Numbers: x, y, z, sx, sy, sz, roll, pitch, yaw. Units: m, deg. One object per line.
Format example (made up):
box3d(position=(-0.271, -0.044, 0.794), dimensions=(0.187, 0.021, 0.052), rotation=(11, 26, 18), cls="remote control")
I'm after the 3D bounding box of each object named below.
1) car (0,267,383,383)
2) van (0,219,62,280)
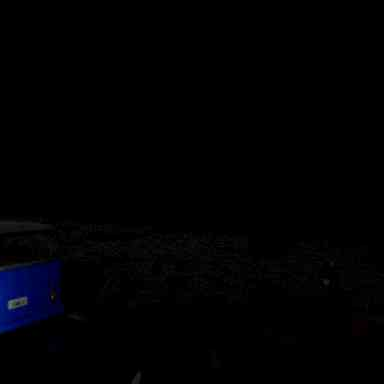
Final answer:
box3d(position=(0.587, 1.544, 2.547), dimensions=(4.507, 1.381, 1.887), rotation=(0, 0, 36), cls="car")
box3d(position=(-3.977, 1.339, 5.807), dimensions=(3.998, 1.788, 1.690), rotation=(0, 0, 36), cls="van")
